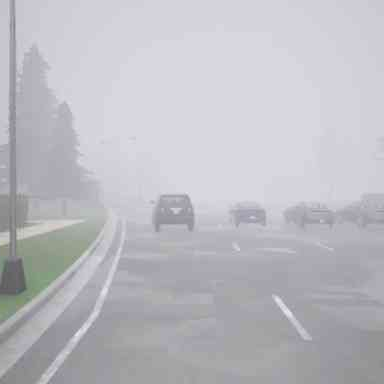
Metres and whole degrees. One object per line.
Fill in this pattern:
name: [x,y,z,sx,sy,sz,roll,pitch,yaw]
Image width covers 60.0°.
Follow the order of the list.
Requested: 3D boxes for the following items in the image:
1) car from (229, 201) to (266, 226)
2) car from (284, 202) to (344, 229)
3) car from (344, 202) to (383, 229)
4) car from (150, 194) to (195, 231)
car: [3.603,1.345,22.171,1.882,1.535,5.008,0,0,0]
car: [7.102,1.369,20.584,2.128,1.511,4.902,0,0,0]
car: [10.603,1.369,20.592,2.128,1.511,4.902,0,0,0]
car: [-1.231,1.103,19.824,2.150,2.045,5.566,0,0,-9]
